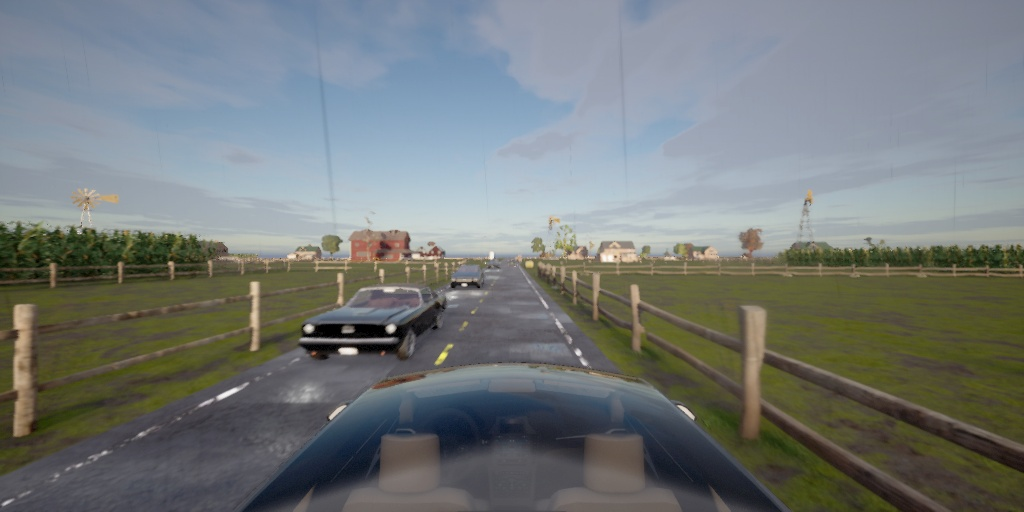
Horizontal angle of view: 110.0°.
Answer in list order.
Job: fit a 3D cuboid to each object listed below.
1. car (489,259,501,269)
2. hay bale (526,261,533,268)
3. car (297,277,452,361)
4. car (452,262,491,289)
[{"bbox_3d":[-2.812,1.286,55.440,1.837,1.490,4.892,0,0,1],"label":"car"},{"bbox_3d":[3.116,1.441,63.612,1.220,1.180,1.240,0,0,0],"label":"hay bale"},{"bbox_3d":[-2.845,1.356,8.449,1.895,1.301,4.718,0,0,0],"label":"car"},{"bbox_3d":[-2.772,1.313,23.627,2.033,1.411,5.357,0,0,0],"label":"car"}]
